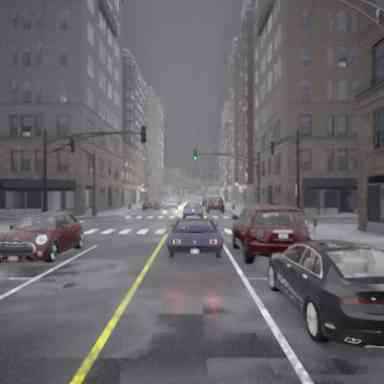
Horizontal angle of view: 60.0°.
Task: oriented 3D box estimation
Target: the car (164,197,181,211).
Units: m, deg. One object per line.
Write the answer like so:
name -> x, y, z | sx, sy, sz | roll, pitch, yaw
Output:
car -> -2.835, 1.732, 45.352 | 1.812, 1.442, 4.674 | 0, 0, 0

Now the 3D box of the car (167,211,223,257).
car -> 0.100, 1.662, 13.093 | 1.895, 1.301, 4.718 | 0, 0, 0

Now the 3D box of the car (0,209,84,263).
car -> -5.388, 1.495, 12.011 | 1.967, 1.590, 4.097 | 0, 0, 0

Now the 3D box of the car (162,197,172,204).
car -> -5.408, 1.871, 72.088 | 1.887, 1.381, 4.507 | 0, 0, 0

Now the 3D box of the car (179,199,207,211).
car -> 0.097, 1.689, 31.549 | 2.033, 1.411, 5.357 | 0, 0, 0

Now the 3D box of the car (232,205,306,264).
car -> 2.637, 1.371, 12.012 | 2.192, 1.841, 5.009 | 0, 0, 0

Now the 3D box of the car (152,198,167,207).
car -> -5.415, 1.803, 55.577 | 2.008, 1.369, 4.403 | 0, 0, 0

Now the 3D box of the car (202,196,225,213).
car -> 2.700, 1.494, 39.068 | 2.192, 1.841, 5.009 | 0, 0, 0

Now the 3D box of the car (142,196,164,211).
car -> -5.419, 1.518, 44.571 | 2.192, 1.841, 5.009 | 0, 0, 0

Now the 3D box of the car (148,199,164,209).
car -> -5.417, 1.794, 50.073 | 1.947, 1.339, 4.313 | 0, 0, 0

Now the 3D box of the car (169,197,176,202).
car -> -5.399, 2.008, 94.103 | 1.802, 1.307, 4.206 | 0, 0, 0

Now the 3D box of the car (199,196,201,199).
car -> 2.687, 1.568, 55.580 | 2.192, 1.841, 5.009 | 0, 0, 0

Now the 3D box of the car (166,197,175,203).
car -> -5.403, 1.927, 83.095 | 2.008, 1.369, 4.403 | 0, 0, 0

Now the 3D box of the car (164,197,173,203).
car -> -5.406, 1.896, 77.592 | 1.887, 1.381, 4.507 | 0, 0, 0

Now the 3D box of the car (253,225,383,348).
car -> 2.637, 1.581, 6.329 | 2.008, 1.369, 4.403 | 0, 0, 0
